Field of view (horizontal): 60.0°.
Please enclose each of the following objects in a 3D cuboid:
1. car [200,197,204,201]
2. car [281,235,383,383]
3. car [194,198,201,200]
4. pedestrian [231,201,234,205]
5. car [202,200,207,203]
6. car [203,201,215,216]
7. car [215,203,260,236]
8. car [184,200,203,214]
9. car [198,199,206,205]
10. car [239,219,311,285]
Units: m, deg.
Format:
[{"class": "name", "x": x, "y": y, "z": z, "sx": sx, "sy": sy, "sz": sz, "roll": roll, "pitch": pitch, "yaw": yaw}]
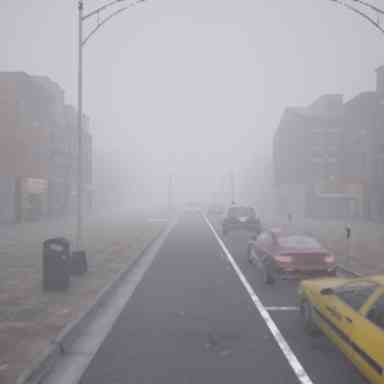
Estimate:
[{"class": "car", "x": 2.656, "y": 2.399, "z": 72.574, "sx": 1.887, "sy": 1.381, "sz": 4.507, "roll": 0, "pitch": -1, "yaw": 0}, {"class": "car", "x": 2.642, "y": 1.567, "z": 3.997, "sx": 1.752, "sy": 1.417, "sz": 4.829, "roll": 0, "pitch": -1, "yaw": 0}, {"class": "car", "x": -0.122, "y": 2.101, "z": 53.021, "sx": 1.837, "sy": 1.490, "sz": 4.892, "roll": 0, "pitch": -1, "yaw": -6}, {"class": "pedestrian", "x": 2.755, "y": 1.535, "z": 22.925, "sx": 0.375, "sy": 1.860, "sz": 0.375, "roll": 0, "pitch": -1, "yaw": 0}, {"class": "car", "x": 2.650, "y": 2.030, "z": 43.545, "sx": 2.008, "sy": 1.369, "sz": 4.403, "roll": 0, "pitch": -1, "yaw": 0}, {"class": "car", "x": 2.649, "y": 1.977, "z": 37.870, "sx": 1.947, "sy": 1.339, "sz": 4.313, "roll": 0, "pitch": -1, "yaw": 0}, {"class": "car", "x": 2.754, "y": 1.562, "z": 20.114, "sx": 2.097, "sy": 1.767, "sz": 4.553, "roll": 0, "pitch": -1, "yaw": 0}, {"class": "car", "x": 0.069, "y": 2.050, "z": 41.105, "sx": 1.895, "sy": 1.301, "sz": 4.718, "roll": 0, "pitch": -1, "yaw": 1}, {"class": "car", "x": 2.659, "y": 2.664, "z": 89.610, "sx": 1.947, "sy": 1.339, "sz": 4.313, "roll": 0, "pitch": -1, "yaw": 0}, {"class": "car", "x": 2.643, "y": 1.679, "z": 9.500, "sx": 1.802, "sy": 1.307, "sz": 4.206, "roll": 0, "pitch": -1, "yaw": 0}]
